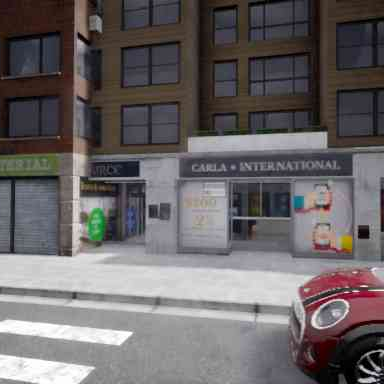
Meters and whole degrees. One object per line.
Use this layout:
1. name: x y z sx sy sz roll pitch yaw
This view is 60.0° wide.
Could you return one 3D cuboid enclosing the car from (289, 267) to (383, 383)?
1. car: 3.556 1.372 4.055 4.553 1.767 2.097 -1 -1 14
